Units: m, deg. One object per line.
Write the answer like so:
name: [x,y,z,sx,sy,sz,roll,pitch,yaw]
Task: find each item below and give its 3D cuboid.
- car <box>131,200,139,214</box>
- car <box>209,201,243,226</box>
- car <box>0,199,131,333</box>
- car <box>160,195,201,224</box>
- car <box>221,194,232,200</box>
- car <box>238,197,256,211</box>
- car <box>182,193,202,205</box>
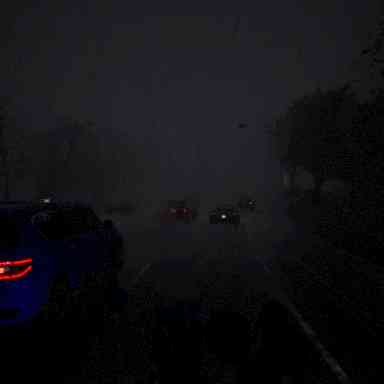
car: [-6.761,1.438,32.391,1.882,1.535,5.008,0,0,13]
car: [2.378,1.561,23.522,1.994,1.385,4.181,0,0,9]
car: [-3.099,1.212,7.021,2.150,2.045,5.566,0,0,3]
car: [-0.906,1.337,25.071,2.097,1.767,4.553,0,0,10]
car: [7.626,1.219,71.068,1.812,1.442,4.674,0,0,27]
car: [6.860,1.354,41.798,2.097,1.767,4.553,0,0,17]
car: [-0.373,1.193,42.863,2.150,2.045,5.566,0,0,18]
